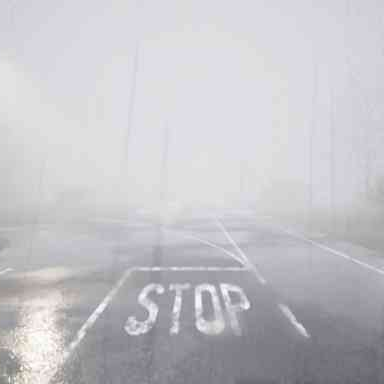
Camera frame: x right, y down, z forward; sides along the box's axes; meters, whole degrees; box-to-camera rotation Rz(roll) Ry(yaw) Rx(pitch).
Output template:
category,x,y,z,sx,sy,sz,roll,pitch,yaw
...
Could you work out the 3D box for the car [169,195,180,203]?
category,x,y,z,sx,sy,sz,roll,pitch,yaw
car,-3.303,1.256,63.887,2.128,1.511,4.902,0,0,0
